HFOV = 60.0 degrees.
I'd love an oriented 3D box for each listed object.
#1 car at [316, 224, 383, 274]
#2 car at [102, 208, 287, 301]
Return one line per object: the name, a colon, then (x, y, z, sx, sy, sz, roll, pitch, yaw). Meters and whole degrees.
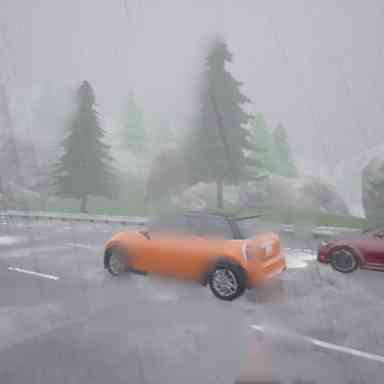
car: (5.470, 1.415, 8.634, 4.181, 1.385, 1.994, 0, 1, 35)
car: (-0.123, 1.243, 8.265, 4.553, 1.767, 2.097, 0, 1, 34)
